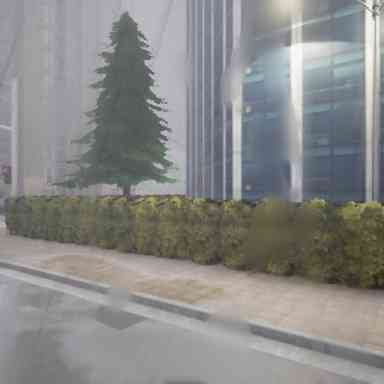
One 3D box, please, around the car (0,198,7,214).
[{"bbox_3d":[-18.870,1.352,32.071,2.097,1.767,4.553,0,0,36],"label":"car"}]
